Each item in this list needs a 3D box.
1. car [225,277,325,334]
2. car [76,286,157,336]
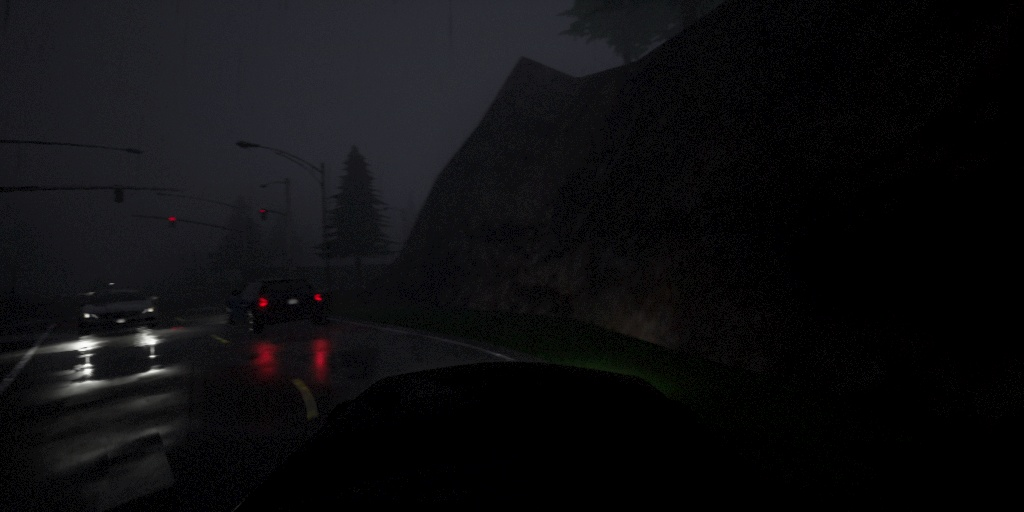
[{"bbox_3d":[-8.631,1.566,12.922,4.553,1.767,2.097,-3,-1,41],"label":"car"},{"bbox_3d":[-14.804,1.980,13.485,4.674,1.442,1.812,-3,-1,41],"label":"car"}]
